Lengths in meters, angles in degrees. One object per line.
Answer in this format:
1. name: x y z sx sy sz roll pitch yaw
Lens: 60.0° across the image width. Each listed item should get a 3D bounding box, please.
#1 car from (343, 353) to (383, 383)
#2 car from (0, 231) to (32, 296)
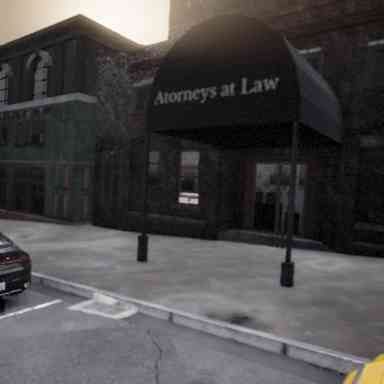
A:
1. car: 3.330 1.480 1.159 5.366 1.575 1.946 0 0 36
2. car: -5.510 1.470 7.464 4.892 1.521 2.231 0 0 36
